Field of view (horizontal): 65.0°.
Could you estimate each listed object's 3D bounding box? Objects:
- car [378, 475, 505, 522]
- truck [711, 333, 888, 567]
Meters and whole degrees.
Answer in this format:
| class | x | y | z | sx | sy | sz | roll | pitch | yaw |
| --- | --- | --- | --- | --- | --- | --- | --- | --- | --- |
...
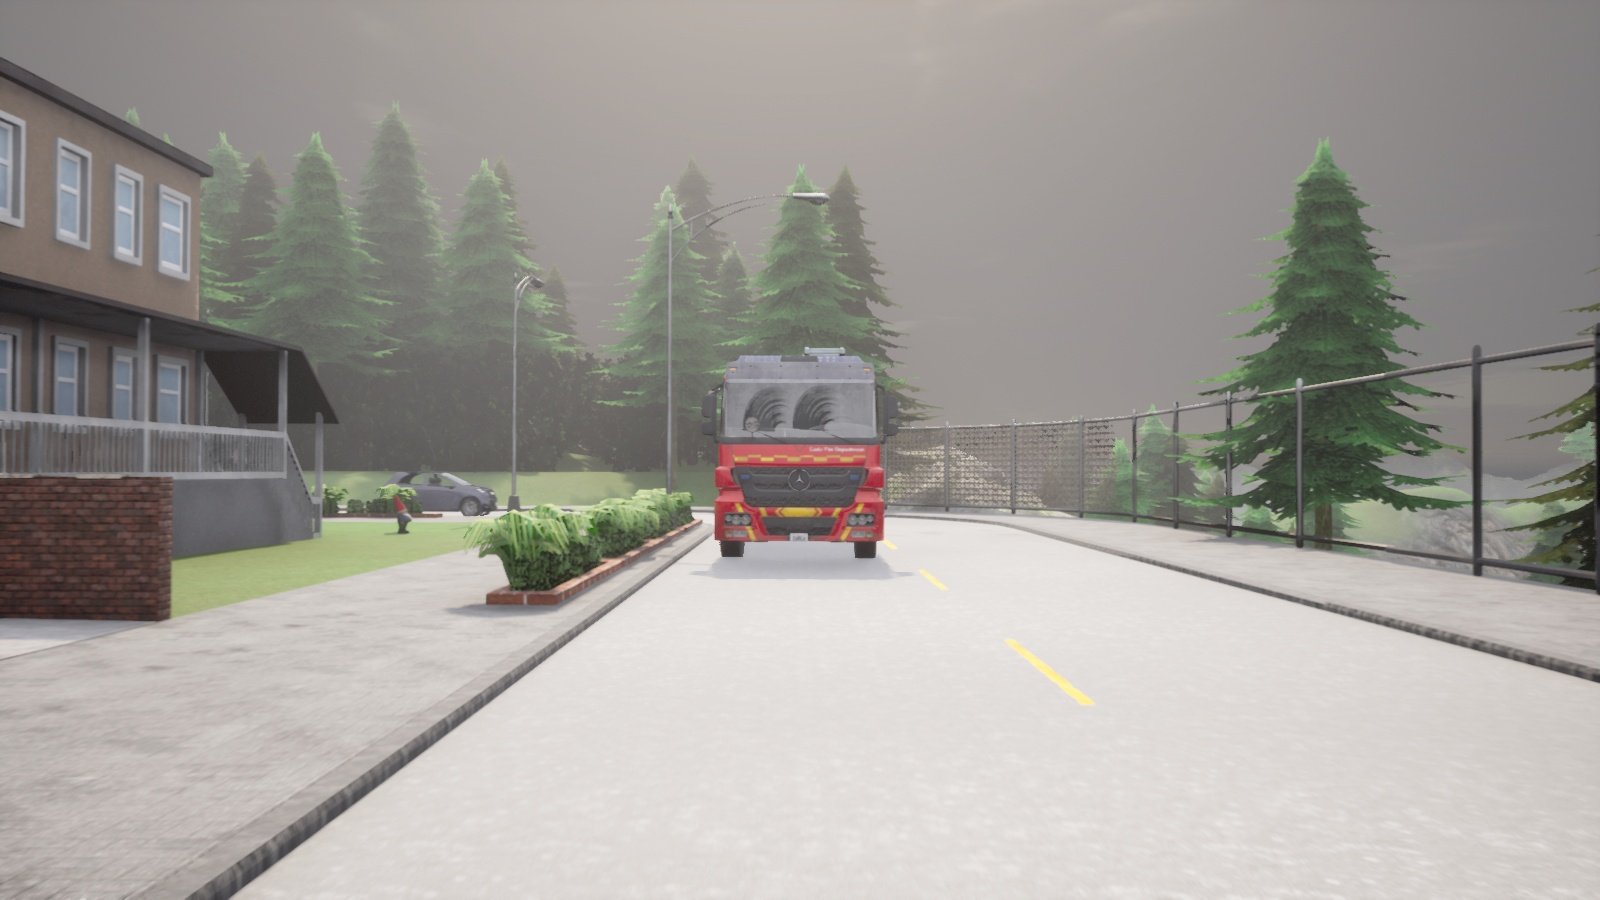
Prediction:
| class | x | y | z | sx | sy | sz | roll | pitch | yaw |
| --- | --- | --- | --- | --- | --- | --- | --- | --- | --- |
| car | -11.663 | 1.562 | 41.010 | 3.633 | 1.501 | 1.845 | 0 | -1 | 0 |
| truck | -0.002 | 0.066 | 24.826 | 2.891 | 3.827 | 8.468 | 0 | -1 | 0 |
